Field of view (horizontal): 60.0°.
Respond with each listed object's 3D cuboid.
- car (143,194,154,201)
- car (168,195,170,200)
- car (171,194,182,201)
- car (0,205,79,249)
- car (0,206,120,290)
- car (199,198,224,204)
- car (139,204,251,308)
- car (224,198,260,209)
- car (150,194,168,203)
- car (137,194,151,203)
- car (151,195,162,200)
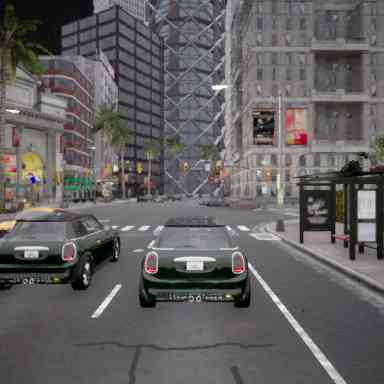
[{"bbox_3d":[-10.475,1.355,80.750,2.097,1.767,4.553,0,0,0],"label":"car"},{"bbox_3d":[-6.976,1.524,80.676,1.812,1.442,4.674,0,0,0],"label":"car"},{"bbox_3d":[-3.477,1.355,81.736,2.097,1.767,4.553,0,0,0],"label":"car"},{"bbox_3d":[-7.079,1.477,15.529,1.882,1.535,5.008,0,0,0],"label":"car"},{"bbox_3d":[-3.427,1.352,9.247,2.097,1.767,4.553,0,0,0],"label":"car"},{"bbox_3d":[3.705,1.547,48.320,5.357,1.411,2.033,0,0,18],"label":"car"},{"bbox_3d":[0.066,1.352,8.104,2.097,1.767,4.553,0,0,0],"label":"car"},{"bbox_3d":[6.696,1.564,43.266,4.181,1.385,1.994,0,0,-4],"label":"car"},{"bbox_3d":[-6.981,1.525,70.499,2.128,1.511,4.902,0,0,0],"label":"car"},{"bbox_3d":[-10.481,1.595,70.455,1.895,1.301,4.718,0,0,0],"label":"car"},{"bbox_3d":[-9.632,1.595,90.920,1.895,1.301,4.718,0,0,10],"label":"car"}]
